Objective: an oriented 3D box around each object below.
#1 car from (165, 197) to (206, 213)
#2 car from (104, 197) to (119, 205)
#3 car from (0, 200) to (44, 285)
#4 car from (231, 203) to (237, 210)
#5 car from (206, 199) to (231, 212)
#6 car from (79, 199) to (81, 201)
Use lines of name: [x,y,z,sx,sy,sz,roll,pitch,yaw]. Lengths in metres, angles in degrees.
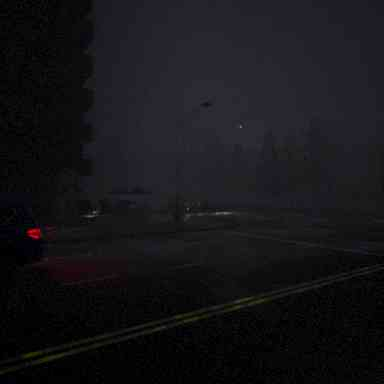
car: [-0.978,1.337,36.206,2.097,1.767,4.553,0,0,-36]
car: [-12.931,1.549,53.642,4.181,1.385,1.994,0,0,27]
car: [-6.536,1.223,7.888,5.566,2.045,2.150,1,0,-35]
car: [3.487,1.601,42.464,1.895,1.301,4.718,0,0,-36]
car: [2.050,1.556,37.977,1.994,1.385,4.181,0,0,-36]
car: [-18.908,1.522,52.546,5.357,1.411,2.033,0,0,17]
